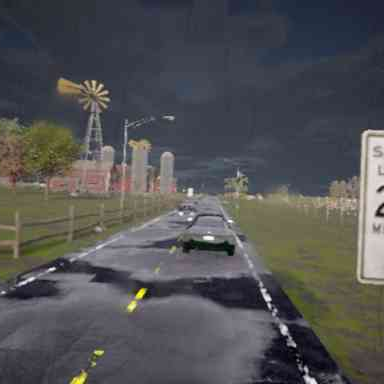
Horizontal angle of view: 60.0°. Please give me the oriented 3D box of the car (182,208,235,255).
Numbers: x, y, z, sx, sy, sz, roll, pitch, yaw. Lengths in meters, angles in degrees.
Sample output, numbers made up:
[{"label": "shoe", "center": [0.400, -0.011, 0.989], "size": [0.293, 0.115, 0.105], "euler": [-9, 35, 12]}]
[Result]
[{"label": "car", "center": [0.725, 1.601, 13.715], "size": [1.994, 1.385, 4.181], "euler": [3, 0, 4]}]

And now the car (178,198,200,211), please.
[{"label": "car", "center": [-0.413, 1.550, 38.862], "size": [1.994, 1.385, 4.181], "euler": [3, 0, 4]}]

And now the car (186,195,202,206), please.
[{"label": "car", "center": [0.362, 1.205, 50.645], "size": [2.128, 1.511, 4.902], "euler": [3, 0, 4]}]
